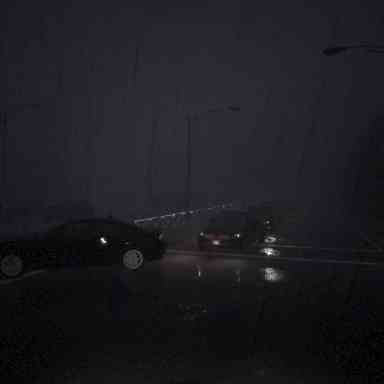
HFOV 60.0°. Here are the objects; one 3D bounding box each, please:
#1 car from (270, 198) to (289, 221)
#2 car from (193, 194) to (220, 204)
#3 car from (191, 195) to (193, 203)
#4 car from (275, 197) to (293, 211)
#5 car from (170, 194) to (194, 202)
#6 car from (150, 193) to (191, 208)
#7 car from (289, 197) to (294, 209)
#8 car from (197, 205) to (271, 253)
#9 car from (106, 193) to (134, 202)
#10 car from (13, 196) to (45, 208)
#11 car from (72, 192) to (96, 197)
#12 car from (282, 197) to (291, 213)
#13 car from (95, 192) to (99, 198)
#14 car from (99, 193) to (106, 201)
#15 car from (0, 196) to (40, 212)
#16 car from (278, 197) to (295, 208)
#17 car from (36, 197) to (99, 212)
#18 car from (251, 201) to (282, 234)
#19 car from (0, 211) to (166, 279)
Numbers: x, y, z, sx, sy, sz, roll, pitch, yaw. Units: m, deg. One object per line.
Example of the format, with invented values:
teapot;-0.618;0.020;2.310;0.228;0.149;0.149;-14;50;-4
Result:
car;5.885;1.475;24.939;2.128;1.511;4.902;0;0;19
car;1.693;1.125;56.772;5.027;1.636;2.152;0;0;19
car;-2.402;1.052;44.651;3.866;1.878;1.905;0;0;18
car;11.683;1.483;42.094;1.837;1.490;4.892;0;0;19
car;-2.065;1.257;68.682;4.514;1.523;2.007;0;0;18
car;-2.942;1.074;41.767;4.605;1.855;1.932;0;0;18
car;9.808;1.544;36.539;1.994;1.385;4.181;0;0;19
car;1.822;1.514;13.886;1.812;1.442;4.674;0;0;24
car;-13.771;1.046;65.311;4.605;1.855;1.932;0;0;18
car;-21.672;1.273;44.284;3.633;1.501;1.845;0;0;18
car;-18.433;1.249;53.738;4.514;1.523;2.007;0;0;18
car;7.766;1.486;30.501;1.837;1.490;4.892;0;0;19
car;-21.816;1.298;67.989;3.806;1.475;1.970;0;0;19
car;-20.173;1.014;70.943;3.866;1.878;1.905;0;0;18
car;-15.098;1.356;29.404;3.806;1.475;1.970;0;0;19
car;13.567;1.468;47.669;2.128;1.511;4.902;0;0;19
car;-9.021;1.356;24.205;3.633;1.501;1.845;0;0;18
car;3.972;1.490;19.294;1.837;1.490;4.892;0;0;19
car;-3.278;1.475;9.864;5.008;1.535;1.882;0;0;-15
